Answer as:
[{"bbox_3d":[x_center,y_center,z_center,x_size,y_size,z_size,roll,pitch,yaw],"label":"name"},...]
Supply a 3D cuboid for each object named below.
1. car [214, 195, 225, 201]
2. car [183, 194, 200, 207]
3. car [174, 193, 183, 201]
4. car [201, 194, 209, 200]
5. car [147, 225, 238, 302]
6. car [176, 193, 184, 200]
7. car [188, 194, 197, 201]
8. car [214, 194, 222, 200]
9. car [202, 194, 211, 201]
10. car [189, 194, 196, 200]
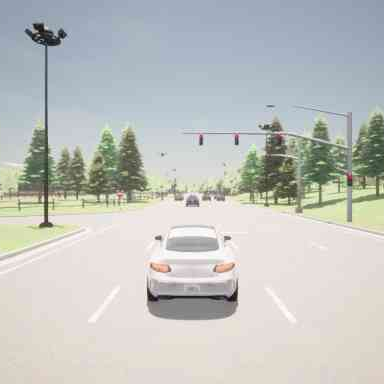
[{"bbox_3d":[7.154,1.517,82.668,2.128,1.511,4.902,0,0,0],"label":"car"},{"bbox_3d":[0.097,1.352,52.038,2.097,1.767,4.553,0,0,0],"label":"car"},{"bbox_3d":[-3.346,1.544,83.071,1.994,1.385,4.181,0,0,0],"label":"car"},{"bbox_3d":[3.673,1.372,93.094,2.033,1.411,5.357,0,0,0],"label":"car"},{"bbox_3d":[0.022,1.526,8.165,1.812,1.442,4.674,0,0,0],"label":"car"},{"bbox_3d":[-3.327,1.187,93.077,2.097,1.767,4.553,0,0,0],"label":"car"},{"bbox_3d":[0.154,1.348,83.067,2.097,1.767,4.553,0,0,0],"label":"car"},{"bbox_3d":[7.173,1.385,93.088,1.994,1.385,4.181,0,0,0],"label":"car"},{"bbox_3d":[3.654,1.348,83.061,2.097,1.767,4.553,0,0,0],"label":"car"},{"bbox_3d":[0.173,1.332,93.101,1.837,1.490,4.892,0,0,0],"label":"car"}]
